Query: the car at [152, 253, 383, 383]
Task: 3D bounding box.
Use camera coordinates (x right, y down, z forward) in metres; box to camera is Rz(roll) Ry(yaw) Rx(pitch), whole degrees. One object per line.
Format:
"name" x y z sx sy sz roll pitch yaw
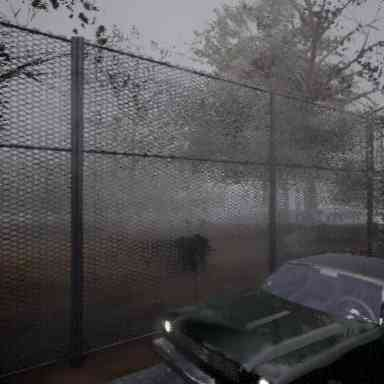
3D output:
"car" 1.889 1.609 4.419 4.718 1.301 1.895 0 0 -35
